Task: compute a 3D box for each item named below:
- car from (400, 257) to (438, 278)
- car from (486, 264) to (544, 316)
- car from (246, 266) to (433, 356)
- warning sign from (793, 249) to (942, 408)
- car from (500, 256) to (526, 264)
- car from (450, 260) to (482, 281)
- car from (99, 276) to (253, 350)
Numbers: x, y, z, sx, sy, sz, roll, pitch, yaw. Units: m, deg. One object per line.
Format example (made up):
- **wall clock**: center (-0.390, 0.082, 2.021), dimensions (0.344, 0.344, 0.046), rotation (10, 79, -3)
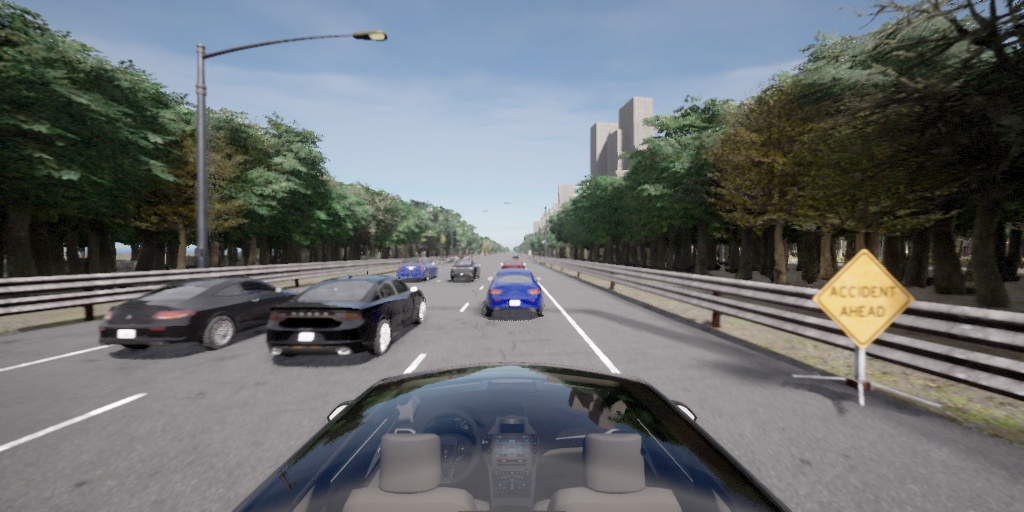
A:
- **car**: center (-6.915, 0.880, 26.698), dimensions (2.097, 1.767, 4.553), rotation (0, 0, 0)
- **car**: center (0.089, 1.175, 12.752), dimensions (1.812, 1.442, 4.674), rotation (0, 1, 0)
- **car**: center (-3.430, 1.166, 8.462), dimensions (1.882, 1.535, 5.008), rotation (0, 1, 0)
- **warning sign**: center (4.551, 0.837, 4.704), dimensions (1.300, 1.860, 1.060), rotation (0, 0, 0)
- **car**: center (0.091, 0.990, 28.503), dimensions (1.882, 1.535, 5.008), rotation (0, 0, 0)
- **car**: center (-3.413, 1.018, 26.925), dimensions (2.128, 1.511, 4.902), rotation (0, 0, 0)
- **car**: center (-6.930, 1.211, 8.759), dimensions (1.812, 1.442, 4.674), rotation (0, 1, 0)
